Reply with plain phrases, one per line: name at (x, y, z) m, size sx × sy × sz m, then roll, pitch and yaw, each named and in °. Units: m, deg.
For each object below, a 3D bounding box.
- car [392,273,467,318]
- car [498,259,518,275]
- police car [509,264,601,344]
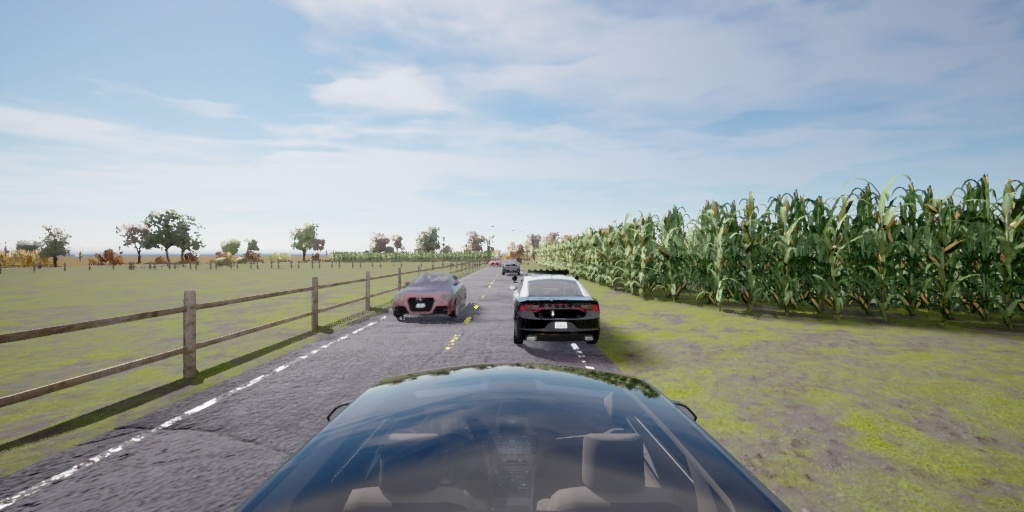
car at (-2.771, 1.313, 12.852) m, size 1.994 × 1.385 × 4.181 m, roll 0°, pitch 0°, yaw 0°
car at (-0.085, 1.241, 38.310) m, size 2.128 × 1.511 × 4.902 m, roll 0°, pitch 0°, yaw 0°
police car at (0.960, 1.175, 9.723) m, size 1.930 × 1.638 × 5.238 m, roll 0°, pitch 0°, yaw 0°
